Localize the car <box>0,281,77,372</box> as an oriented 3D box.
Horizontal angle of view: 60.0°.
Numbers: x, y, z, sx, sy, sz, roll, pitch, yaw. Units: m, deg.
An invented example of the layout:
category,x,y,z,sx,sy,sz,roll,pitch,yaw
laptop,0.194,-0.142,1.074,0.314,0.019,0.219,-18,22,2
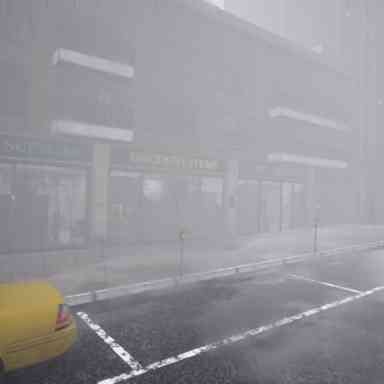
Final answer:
category,x,y,z,sx,sy,sz,roll,pitch,yaw
car,-3.763,1.525,3.386,4.829,1.417,1.752,0,2,-35
